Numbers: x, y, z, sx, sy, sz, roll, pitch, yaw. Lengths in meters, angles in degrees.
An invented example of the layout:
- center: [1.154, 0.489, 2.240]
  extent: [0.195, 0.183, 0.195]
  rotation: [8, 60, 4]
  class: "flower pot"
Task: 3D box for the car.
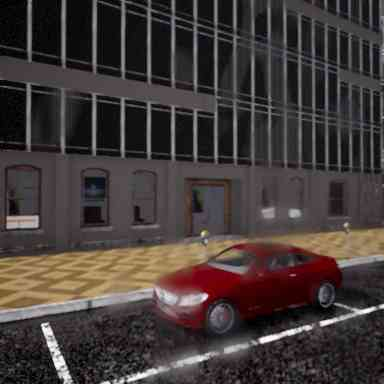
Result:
- center: [1.283, 1.714, 6.751]
  extent: [4.206, 1.307, 1.802]
  rotation: [1, -1, -30]
  class: "car"
